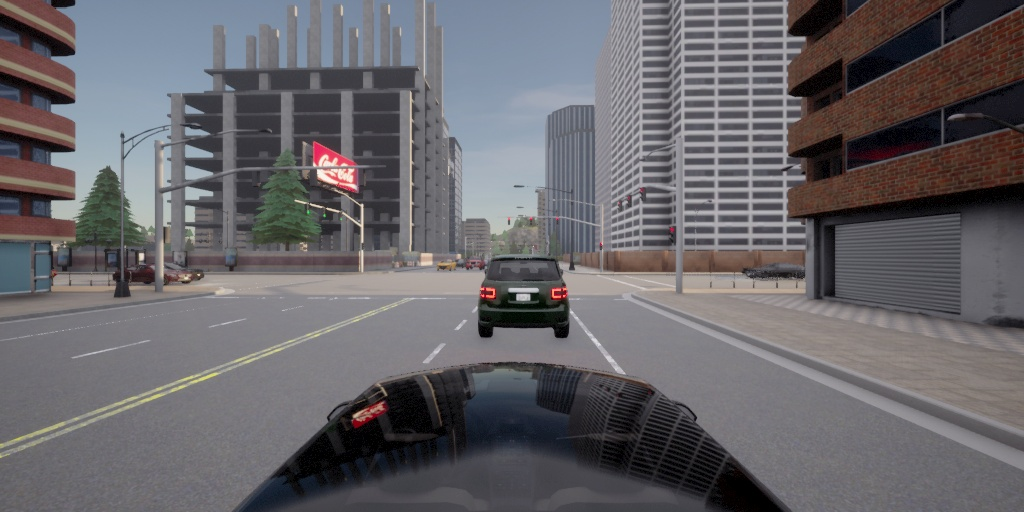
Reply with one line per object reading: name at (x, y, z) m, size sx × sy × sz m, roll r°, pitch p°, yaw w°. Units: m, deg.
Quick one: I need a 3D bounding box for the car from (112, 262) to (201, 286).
car at (-24.764, 1.276, 24.771) m, size 4.674 × 1.442 × 1.812 m, roll 0°, pitch 0°, yaw 2°

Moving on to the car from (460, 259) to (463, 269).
car at (-8.504, 1.228, 58.310) m, size 1.882 × 1.535 × 5.008 m, roll 0°, pitch 0°, yaw 2°

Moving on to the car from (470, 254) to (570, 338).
car at (0.338, 0.971, 10.319) m, size 2.150 × 2.045 × 5.566 m, roll 0°, pitch 0°, yaw 2°

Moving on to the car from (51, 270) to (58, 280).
car at (-39.660, 1.351, 28.758) m, size 4.718 × 1.301 × 1.895 m, roll 0°, pitch 0°, yaw 2°

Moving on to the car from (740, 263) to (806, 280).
car at (22.493, 1.276, 30.419) m, size 4.674 × 1.442 × 1.812 m, roll 0°, pitch 0°, yaw 2°

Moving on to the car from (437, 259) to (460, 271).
car at (-8.867, 1.228, 48.894) m, size 1.882 × 1.535 × 5.008 m, roll 0°, pitch 0°, yaw 2°

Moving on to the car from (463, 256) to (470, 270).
car at (-5.235, 0.971, 52.145) m, size 2.150 × 2.045 × 5.566 m, roll 0°, pitch 0°, yaw 2°

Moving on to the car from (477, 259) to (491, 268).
car at (-4.844, 1.276, 62.161) m, size 1.812 × 1.442 × 4.674 m, roll 0°, pitch 0°, yaw 3°

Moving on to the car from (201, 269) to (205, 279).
car at (-27.207, 1.228, 28.352) m, size 5.008 × 1.535 × 1.882 m, roll 0°, pitch 0°, yaw 2°

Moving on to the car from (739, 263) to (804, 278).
car at (24.420, 1.351, 33.874) m, size 4.718 × 1.301 × 1.895 m, roll 0°, pitch 0°, yaw 2°
